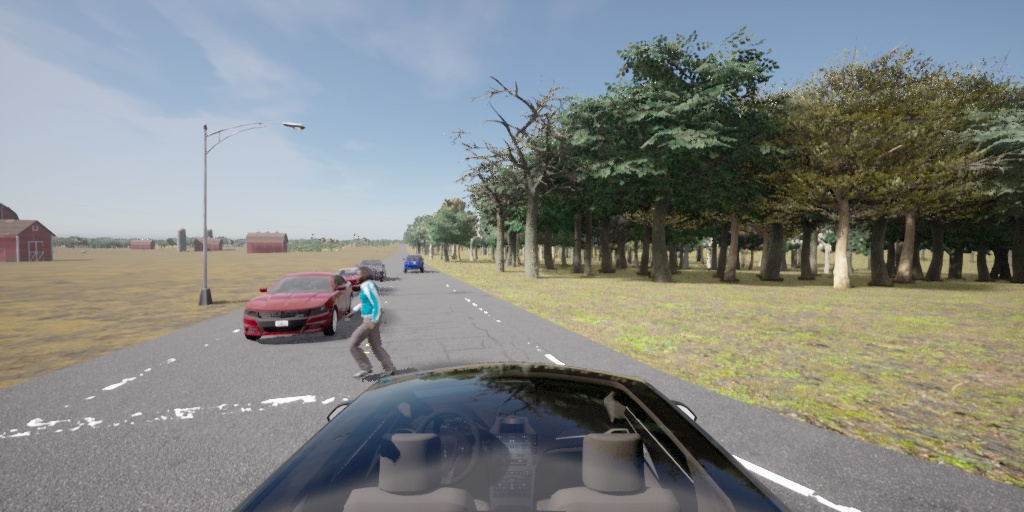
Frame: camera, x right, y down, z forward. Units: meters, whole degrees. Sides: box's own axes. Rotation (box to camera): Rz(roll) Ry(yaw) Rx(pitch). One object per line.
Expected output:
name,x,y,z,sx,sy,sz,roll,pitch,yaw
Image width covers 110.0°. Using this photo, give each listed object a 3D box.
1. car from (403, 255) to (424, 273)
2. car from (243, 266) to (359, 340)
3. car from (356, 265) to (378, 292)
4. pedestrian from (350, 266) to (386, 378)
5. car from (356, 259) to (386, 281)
car,-11.524,0.856,42.047,2.150,2.045,5.566,0,1,-17
car,-5.813,1.217,10.305,1.882,1.535,5.008,0,0,-17
car,-8.522,1.325,19.283,1.895,1.301,4.718,0,0,-17
pedestrian,-2.278,1.039,5.683,0.375,1.860,0.375,-2,3,-17
car,-11.469,1.045,29.141,2.097,1.767,4.553,0,0,-16
